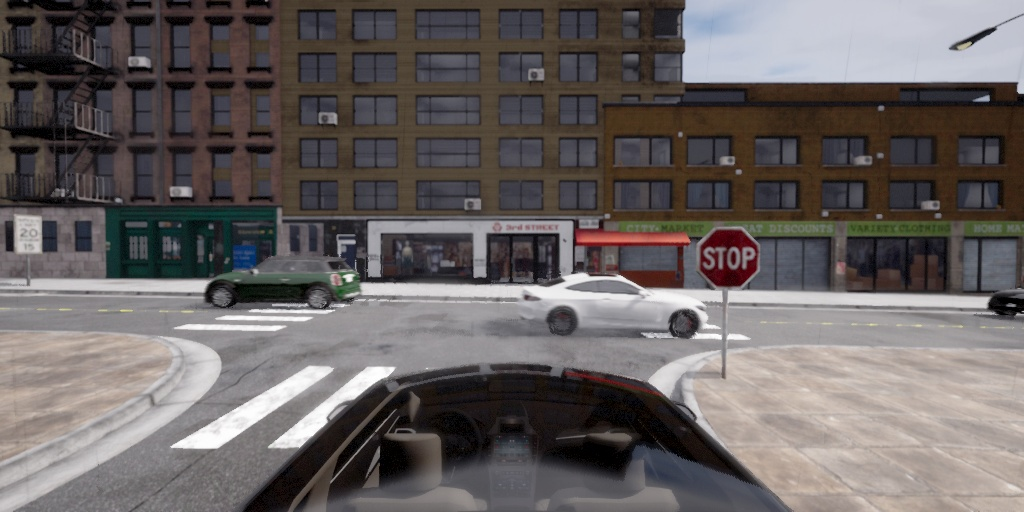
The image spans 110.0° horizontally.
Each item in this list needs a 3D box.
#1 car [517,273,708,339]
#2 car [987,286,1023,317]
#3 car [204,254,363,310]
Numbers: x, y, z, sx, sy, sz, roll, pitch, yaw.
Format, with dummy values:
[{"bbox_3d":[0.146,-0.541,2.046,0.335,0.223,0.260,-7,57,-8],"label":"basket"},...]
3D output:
[{"bbox_3d":[2.478,1.179,9.228,4.674,1.442,1.812,1,1,0],"label":"car"},{"bbox_3d":[19.316,1.484,12.120,4.892,1.490,1.837,2,1,0],"label":"car"},{"bbox_3d":[-7.649,0.783,12.212,4.553,1.767,2.097,1,1,0],"label":"car"}]
